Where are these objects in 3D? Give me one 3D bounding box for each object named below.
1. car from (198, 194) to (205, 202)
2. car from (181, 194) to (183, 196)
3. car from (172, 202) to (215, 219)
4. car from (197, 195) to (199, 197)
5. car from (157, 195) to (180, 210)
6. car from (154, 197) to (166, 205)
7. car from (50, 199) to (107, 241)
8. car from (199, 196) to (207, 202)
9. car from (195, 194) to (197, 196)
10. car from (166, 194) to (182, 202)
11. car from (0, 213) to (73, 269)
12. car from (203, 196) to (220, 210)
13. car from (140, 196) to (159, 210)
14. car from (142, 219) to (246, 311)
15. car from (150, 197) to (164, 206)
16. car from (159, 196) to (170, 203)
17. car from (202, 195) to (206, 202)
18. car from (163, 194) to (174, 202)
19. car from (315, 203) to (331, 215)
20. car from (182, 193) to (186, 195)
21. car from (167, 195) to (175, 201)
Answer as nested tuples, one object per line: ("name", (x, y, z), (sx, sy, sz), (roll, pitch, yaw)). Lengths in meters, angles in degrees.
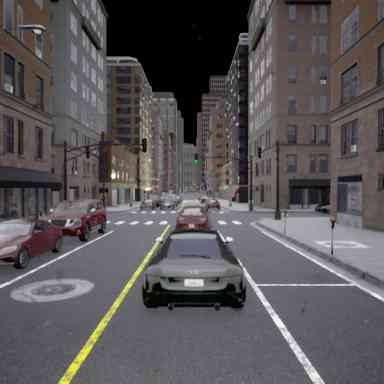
("car", (2.750, 1.592, 65.924), (1.887, 1.381, 4.507), (-1, 0, 0))
("car", (-3.149, 1.569, 63.424), (1.812, 1.442, 4.674), (0, 0, 0))
("car", (0.193, 1.526, 19.322), (1.812, 1.442, 4.674), (0, 0, 5))
("car", (2.740, 1.498, 71.488), (1.967, 1.590, 4.097), (-1, 0, 0))
("car", (-3.164, 1.509, 44.332), (2.128, 1.511, 4.902), (0, 0, 0))
("car", (-5.767, 1.563, 60.155), (1.752, 1.417, 4.829), (-1, 0, 0))
("car", (-5.704, 1.314, 16.631), (2.192, 1.841, 5.009), (-1, 0, 0))
("car", (2.724, 1.631, 82.615), (2.008, 1.369, 4.403), (-1, 0, 0))
("car", (2.713, 1.407, 88.179), (2.192, 1.841, 5.009), (-1, 0, 0))
("car", (-3.171, 1.520, 53.731), (2.128, 1.511, 4.902), (0, 0, 0))
("car", (-5.692, 1.580, 11.048), (1.802, 1.307, 4.206), (-1, 0, 0))
("car", (2.783, 1.599, 43.671), (1.802, 1.307, 4.206), (-1, 0, 0))
("car", (-5.742, 1.598, 43.631), (1.802, 1.307, 4.206), (-1, 0, 0))
("car", (0.055, 1.563, 7.855), (1.994, 1.385, 4.181), (0, 0, 1))
("car", (-5.759, 1.575, 54.761), (1.887, 1.381, 4.507), (-1, 0, 0))
("car", (-5.784, 1.608, 71.455), (2.008, 1.369, 4.403), (-1, 0, 0))
("car", (2.774, 1.548, 49.405), (1.752, 1.417, 4.829), (-1, 0, 0))
("car", (-5.804, 1.395, 82.586), (2.192, 1.841, 5.009), (-1, 0, 0))
("car", (14.814, 1.430, 32.217), (5.357, 1.411, 2.033), (0, 1, 2))
("car", (-3.111, 1.564, 73.857), (2.128, 1.511, 4.902), (0, 0, 0))
("car", (-5.819, 1.542, 93.716), (1.967, 1.590, 4.097), (-1, 0, 0))
